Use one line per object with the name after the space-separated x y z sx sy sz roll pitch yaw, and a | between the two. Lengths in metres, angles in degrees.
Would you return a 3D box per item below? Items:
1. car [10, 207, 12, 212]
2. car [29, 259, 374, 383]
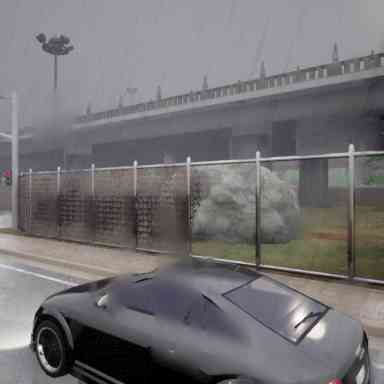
-15.513 1.277 34.198 2.150 2.045 5.566 0 0 35 | car
-0.146 1.564 4.094 4.181 1.385 1.994 0 0 36 | car
